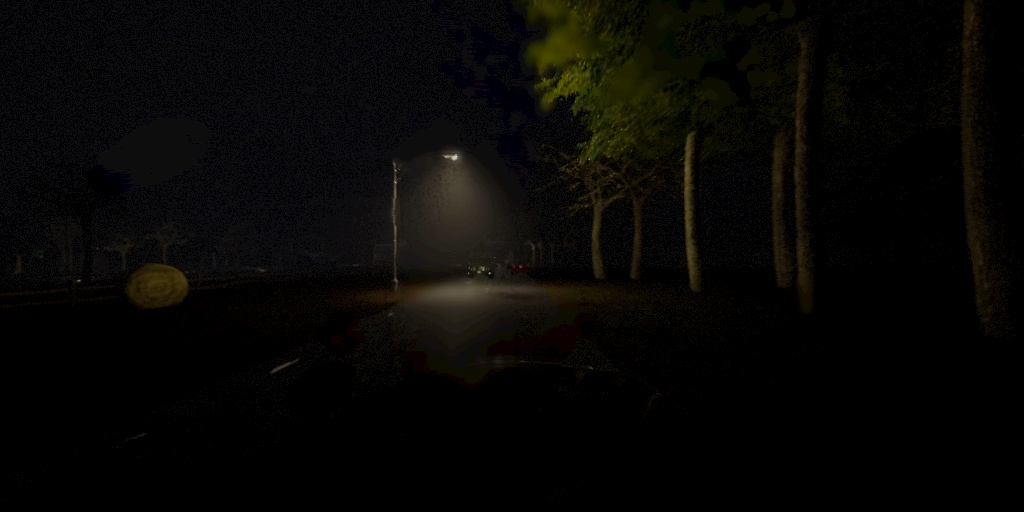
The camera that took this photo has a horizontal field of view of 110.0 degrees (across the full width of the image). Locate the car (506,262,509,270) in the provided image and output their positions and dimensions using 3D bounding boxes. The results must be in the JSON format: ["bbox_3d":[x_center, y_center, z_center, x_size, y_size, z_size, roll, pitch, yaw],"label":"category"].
[{"bbox_3d":[0.047,1.615,62.293,1.882,1.535,5.008,0,-1,0],"label":"car"}]

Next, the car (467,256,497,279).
[{"bbox_3d":[-2.809,1.044,33.403,2.150,2.045,5.566,0,0,0],"label":"car"}]

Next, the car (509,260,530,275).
[{"bbox_3d":[0.987,1.254,41.845,2.097,1.767,4.553,0,-1,0],"label":"car"}]
